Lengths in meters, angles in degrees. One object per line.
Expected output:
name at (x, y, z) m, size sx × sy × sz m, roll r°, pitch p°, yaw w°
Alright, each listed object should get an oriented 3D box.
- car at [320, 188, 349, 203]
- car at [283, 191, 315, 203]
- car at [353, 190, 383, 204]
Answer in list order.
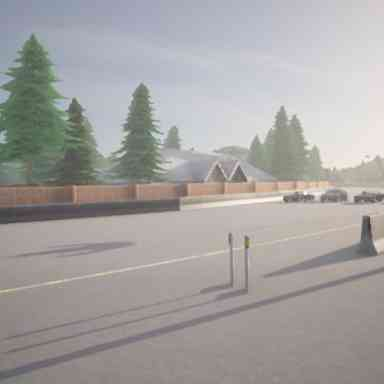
car at (15.718, 0.382, 36.604) m, size 1.837 × 1.490 × 4.892 m, roll 0°, pitch 2°, yaw 42°
car at (12.156, 0.536, 37.871) m, size 1.895 × 1.301 × 4.718 m, roll 0°, pitch 2°, yaw 43°
car at (18.081, 0.475, 33.974) m, size 1.895 × 1.301 × 4.718 m, roll 0°, pitch 2°, yaw 42°
